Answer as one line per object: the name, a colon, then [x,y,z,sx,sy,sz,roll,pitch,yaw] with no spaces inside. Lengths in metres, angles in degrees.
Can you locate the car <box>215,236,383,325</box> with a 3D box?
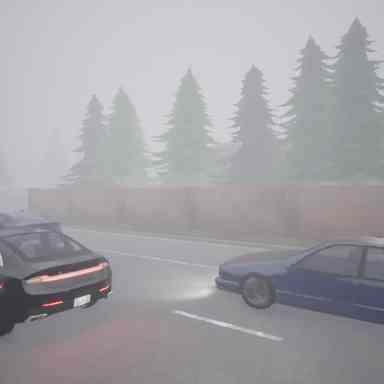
car: [3.093,1.548,6.086,5.357,1.411,2.033,0,0,35]

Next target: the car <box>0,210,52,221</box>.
car: [-7.382,1.477,13.607,5.008,1.535,1.882,0,0,36]

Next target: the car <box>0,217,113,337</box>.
car: [-3.690,1.492,6.643,4.902,1.511,2.128,0,0,36]
